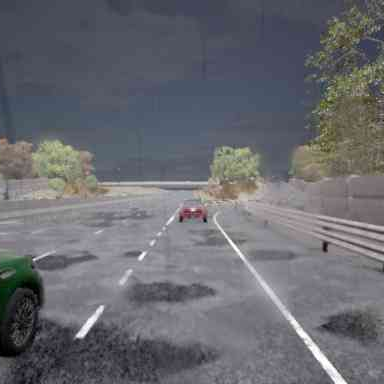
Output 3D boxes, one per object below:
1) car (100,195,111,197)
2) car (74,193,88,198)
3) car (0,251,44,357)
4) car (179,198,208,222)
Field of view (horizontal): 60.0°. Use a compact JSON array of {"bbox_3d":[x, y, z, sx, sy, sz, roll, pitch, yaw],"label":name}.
[{"bbox_3d":[-20.997,1.594,84.322,2.033,1.411,5.357,0,0,0],"label":"car"},{"bbox_3d":[-27.997,1.280,84.292,2.150,2.045,5.566,0,0,0],"label":"car"},{"bbox_3d":[-3.402,1.223,2.887,2.150,2.045,5.566,0,0,0],"label":"car"},{"bbox_3d":[0.183,1.364,26.957,2.097,1.767,4.553,0,0,3],"label":"car"}]
